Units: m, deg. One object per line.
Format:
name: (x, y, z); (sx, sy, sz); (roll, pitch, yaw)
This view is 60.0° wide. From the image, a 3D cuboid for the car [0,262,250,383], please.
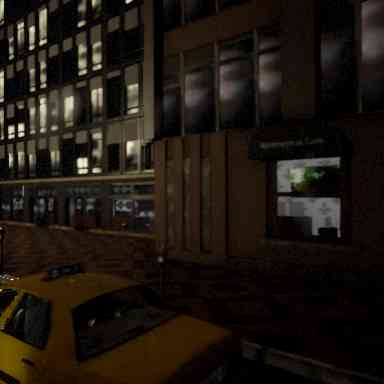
car: (-1.724, 1.564, 4.102); (4.829, 1.417, 1.752); (-1, 0, 36)
